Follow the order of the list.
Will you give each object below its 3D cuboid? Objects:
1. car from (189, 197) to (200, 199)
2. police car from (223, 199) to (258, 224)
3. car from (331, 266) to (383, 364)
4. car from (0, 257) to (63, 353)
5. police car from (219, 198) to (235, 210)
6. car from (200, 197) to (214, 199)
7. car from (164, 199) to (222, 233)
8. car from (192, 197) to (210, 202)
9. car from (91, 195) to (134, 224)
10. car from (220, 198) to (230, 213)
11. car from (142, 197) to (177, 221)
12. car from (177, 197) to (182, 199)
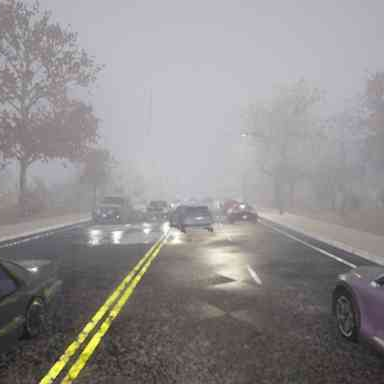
[{"bbox_3d":[0.312,1.667,69.694,1.994,1.385,4.181,0,0,6],"label":"car"},{"bbox_3d":[3.756,1.582,25.413,2.038,1.542,4.974,0,0,2],"label":"police car"},{"bbox_3d":[3.263,1.444,3.571,2.033,1.649,4.856,0,0,0],"label":"car"},{"bbox_3d":[-3.321,1.561,3.842,2.033,1.411,5.357,0,0,0],"label":"car"},{"bbox_3d":[4.925,1.622,47.230,2.038,1.542,4.974,0,0,4],"label":"police car"},{"bbox_3d":[3.139,1.620,64.474,1.882,1.535,5.008,0,0,6],"label":"car"},{"bbox_3d":[-0.102,1.496,20.384,2.033,1.649,4.856,-2,0,-14],"label":"car"},{"bbox_3d":[2.163,1.764,79.730,1.895,1.301,4.718,0,-1,-33],"label":"car"},{"bbox_3d":[-6.070,1.300,26.137,2.150,2.045,5.566,0,0,2],"label":"car"},{"bbox_3d":[4.256,1.577,36.326,1.882,1.535,5.008,0,0,3],"label":"car"},{"bbox_3d":[-2.744,1.436,27.550,2.097,1.767,4.553,0,0,2],"label":"car"},{"bbox_3d":[-2.965,1.718,69.586,1.895,1.301,4.718,0,0,6],"label":"car"}]
